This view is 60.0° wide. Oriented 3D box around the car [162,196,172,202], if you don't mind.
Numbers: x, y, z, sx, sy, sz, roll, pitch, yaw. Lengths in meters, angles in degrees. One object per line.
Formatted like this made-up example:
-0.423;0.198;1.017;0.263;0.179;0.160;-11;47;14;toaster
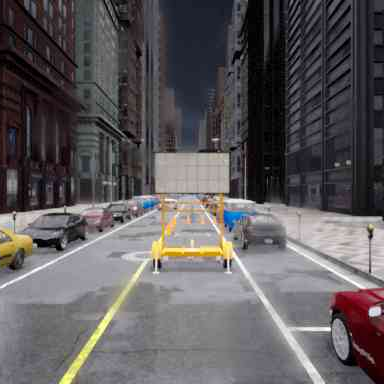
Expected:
-5.691;1.614;76.172;1.887;1.381;4.507;0;0;0;car

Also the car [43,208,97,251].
-5.750;1.568;14.169;1.947;1.339;4.313;0;0;0;car

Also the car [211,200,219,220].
2.785;1.559;25.451;2.008;1.369;4.403;0;0;0;car

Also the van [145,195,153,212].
-5.729;1.359;36.716;1.690;1.788;3.998;0;0;0;van

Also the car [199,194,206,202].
2.817;1.358;59.268;2.192;1.841;5.009;0;0;0;car

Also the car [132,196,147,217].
-5.734;1.453;31.080;1.967;1.590;4.097;0;0;0;car

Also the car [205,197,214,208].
2.796;1.569;36.723;2.008;1.369;4.403;0;0;0;car

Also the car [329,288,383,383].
2.764;1.545;2.906;1.887;1.381;4.507;0;0;0;car

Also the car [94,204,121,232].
-5.745;1.587;19.806;1.802;1.307;4.206;0;0;0;car

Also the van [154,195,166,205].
-5.708;1.384;59.261;1.690;1.788;3.998;0;0;0;van

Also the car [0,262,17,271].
-3.100;1.547;1.206;2.033;1.411;5.357;0;0;0;car

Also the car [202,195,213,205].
2.807;1.574;47.995;1.887;1.381;4.507;0;0;0;car

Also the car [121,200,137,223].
-5.740;1.574;25.443;1.947;1.339;4.313;0;0;0;car

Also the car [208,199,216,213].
2.791;1.595;31.087;1.802;1.307;4.206;0;0;0;car

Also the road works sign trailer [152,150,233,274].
0.010;0.466;10.566;2.380;3.560;2.880;0;0;0;road works sign trailer

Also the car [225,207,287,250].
2.775;1.553;14.178;2.008;1.369;4.403;0;0;0;car

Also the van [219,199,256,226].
2.780;1.346;19.814;1.690;1.788;3.998;0;0;0;van

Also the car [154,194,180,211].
-3.059;1.243;41.823;2.150;2.045;5.566;0;0;0;car

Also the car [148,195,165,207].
-5.713;1.351;53.625;2.192;1.841;5.009;0;0;0;car

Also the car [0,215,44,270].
-5.756;1.526;8.363;1.752;1.417;4.829;0;0;0;car

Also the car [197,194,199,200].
2.840;1.605;81.983;1.752;1.417;4.829;0;0;0;car

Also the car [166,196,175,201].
-5.680;1.656;87.445;1.947;1.339;4.313;0;0;0;car
